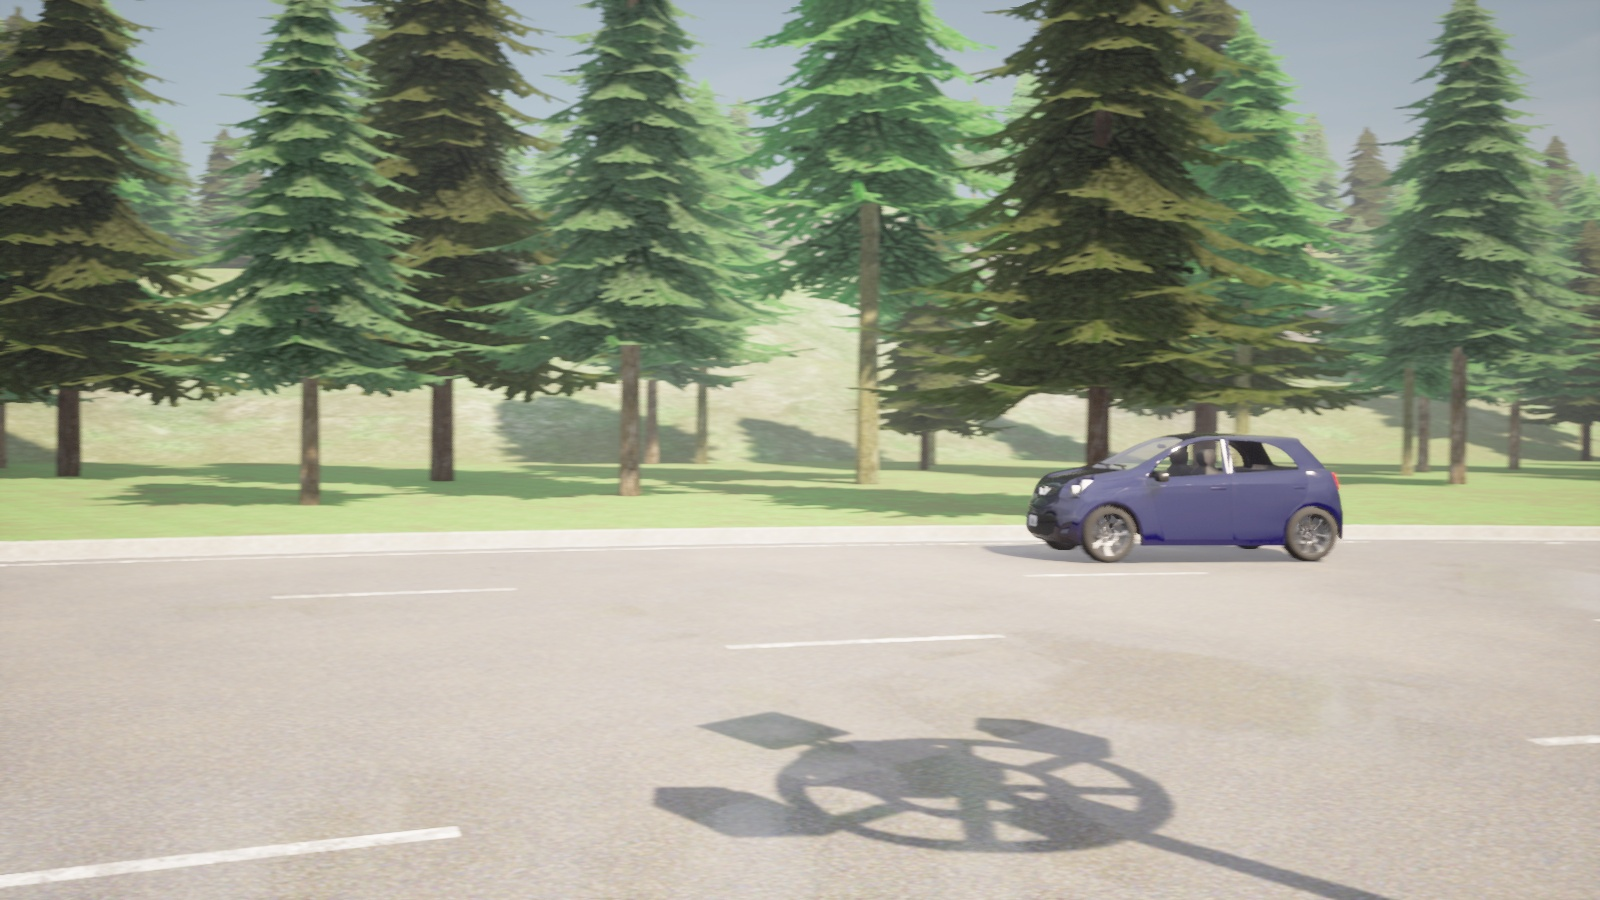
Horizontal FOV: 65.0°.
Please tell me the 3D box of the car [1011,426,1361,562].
[{"bbox_3d":[4.620,0.472,15.312,3.633,1.501,1.845,-1,1,-9],"label":"car"}]
